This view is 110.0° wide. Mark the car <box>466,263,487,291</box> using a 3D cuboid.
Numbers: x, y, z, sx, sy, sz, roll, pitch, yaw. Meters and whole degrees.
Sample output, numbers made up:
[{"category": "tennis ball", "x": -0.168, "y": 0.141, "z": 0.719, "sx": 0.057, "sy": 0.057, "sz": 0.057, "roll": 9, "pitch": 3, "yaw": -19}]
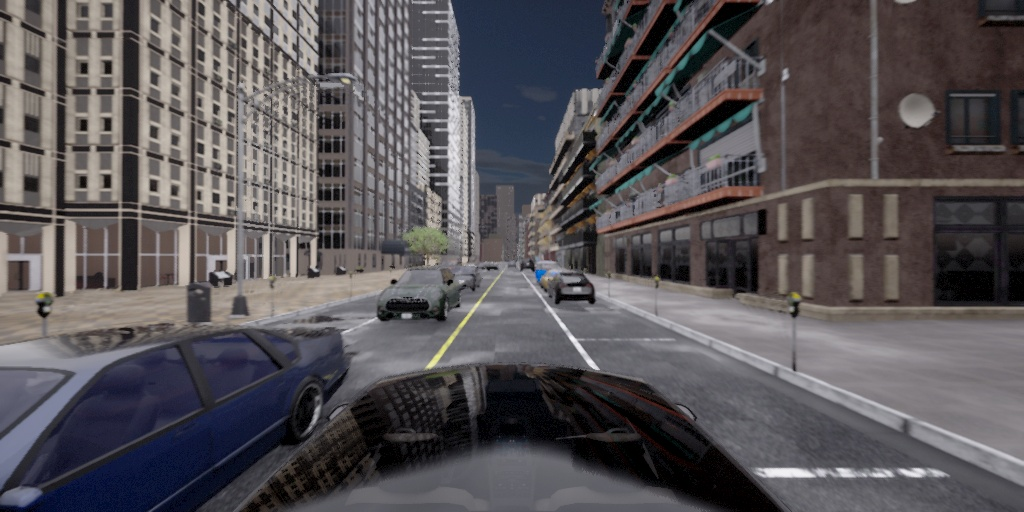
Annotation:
[{"category": "car", "x": -3.047, "y": 1.405, "z": 23.154, "sx": 2.128, "sy": 1.511, "sz": 4.902, "roll": 0, "pitch": 0, "yaw": 0}]

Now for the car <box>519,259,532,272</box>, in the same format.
[{"category": "car", "x": 2.399, "y": 1.422, "z": 56.917, "sx": 2.150, "sy": 2.045, "sz": 5.566, "roll": 0, "pitch": 0, "yaw": 0}]

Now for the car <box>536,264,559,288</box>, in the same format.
[{"category": "car", "x": 2.691, "y": 1.432, "z": 22.537, "sx": 1.751, "sy": 1.417, "sz": 4.829, "roll": 0, "pitch": 0, "yaw": 0}]

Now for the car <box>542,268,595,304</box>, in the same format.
[{"category": "car", "x": 2.691, "y": 1.429, "z": 16.845, "sx": 1.948, "sy": 1.339, "sz": 4.313, "roll": 0, "pitch": 0, "yaw": 0}]

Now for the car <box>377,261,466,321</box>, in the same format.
[{"category": "car", "x": -3.089, "y": 1.185, "z": 12.777, "sx": 2.097, "sy": 1.767, "sz": 4.553, "roll": 0, "pitch": 0, "yaw": 0}]

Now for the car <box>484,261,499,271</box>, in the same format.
[{"category": "car", "x": -3.047, "y": 1.799, "z": 57.451, "sx": 1.895, "sy": 1.301, "sz": 4.718, "roll": 0, "pitch": 0, "yaw": 1}]

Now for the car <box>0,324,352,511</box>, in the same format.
[{"category": "car", "x": -3.102, "y": 1.304, "z": 2.587, "sx": 2.033, "sy": 1.411, "sz": 5.357, "roll": 0, "pitch": 0, "yaw": 0}]

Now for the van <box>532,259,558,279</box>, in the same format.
[{"category": "van", "x": 2.692, "y": 1.292, "z": 27.890, "sx": 1.690, "sy": 1.789, "sz": 3.998, "roll": 0, "pitch": 0, "yaw": 0}]
